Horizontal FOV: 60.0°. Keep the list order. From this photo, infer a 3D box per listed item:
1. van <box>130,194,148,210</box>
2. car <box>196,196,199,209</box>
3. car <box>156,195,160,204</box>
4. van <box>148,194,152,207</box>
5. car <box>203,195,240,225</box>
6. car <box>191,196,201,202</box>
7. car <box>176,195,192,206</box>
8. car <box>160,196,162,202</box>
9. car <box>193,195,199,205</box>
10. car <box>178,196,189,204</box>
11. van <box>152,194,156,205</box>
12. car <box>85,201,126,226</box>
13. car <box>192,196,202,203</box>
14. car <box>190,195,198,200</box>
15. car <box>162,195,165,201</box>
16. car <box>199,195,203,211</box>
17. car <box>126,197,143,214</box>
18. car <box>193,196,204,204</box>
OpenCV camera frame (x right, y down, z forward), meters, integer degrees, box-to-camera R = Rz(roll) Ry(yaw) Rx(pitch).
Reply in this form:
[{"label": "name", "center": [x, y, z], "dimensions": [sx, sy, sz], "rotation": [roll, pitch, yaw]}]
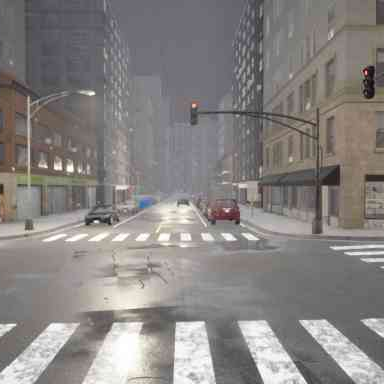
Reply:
[{"label": "van", "center": [-6.754, 1.346, 40.571], "dimensions": [1.690, 1.788, 3.998], "rotation": [-1, 0, -2]}, {"label": "car", "center": [1.769, 1.530, 40.973], "dimensions": [1.752, 1.417, 4.829], "rotation": [-1, 0, -2]}, {"label": "car", "center": [-7.211, 1.315, 57.323], "dimensions": [2.192, 1.841, 5.009], "rotation": [-1, 0, -2]}, {"label": "van", "center": [-6.907, 1.345, 46.156], "dimensions": [1.690, 1.788, 3.998], "rotation": [-1, 0, -2]}, {"label": "car", "center": [2.224, 1.319, 24.052], "dimensions": [2.192, 1.841, 5.009], "rotation": [-1, 0, -2]}, {"label": "car", "center": [0.871, 1.542, 74.307], "dimensions": [2.008, 1.369, 4.403], "rotation": [-1, 0, -2]}, {"label": "car", "center": [-1.422, 1.506, 53.398], "dimensions": [1.837, 1.490, 4.892], "rotation": [0, 0, -2]}, {"label": "car", "center": [-7.361, 1.437, 62.907], "dimensions": [1.967, 1.590, 4.097], "rotation": [-1, 0, -2]}, {"label": "car", "center": [1.621, 1.318, 46.387], "dimensions": [2.192, 1.841, 5.009], "rotation": [-1, 0, -2]}, {"label": "car", "center": [-1.706, 1.544, 63.816], "dimensions": [2.033, 1.411, 5.357], "rotation": [0, 0, -2]}, {"label": "van", "center": [-7.058, 1.343, 51.739], "dimensions": [1.690, 1.788, 3.998], "rotation": [-1, 0, -2]}, {"label": "car", "center": [-6.296, 1.570, 23.820], "dimensions": [1.947, 1.339, 4.313], "rotation": [-1, 0, -2]}, {"label": "car", "center": [1.021, 1.560, 68.723], "dimensions": [1.947, 1.339, 4.313], "rotation": [-1, 0, -2]}, {"label": "car", "center": [0.419, 1.529, 91.058], "dimensions": [2.008, 1.369, 4.403], "rotation": [-1, 0, -2]}, {"label": "car", "center": [-7.665, 1.432, 74.074], "dimensions": [1.967, 1.590, 4.097], "rotation": [-1, 0, -2]}, {"label": "car", "center": [2.073, 1.320, 29.636], "dimensions": [2.192, 1.841, 5.009], "rotation": [-1, 0, -2]}, {"label": "car", "center": [-6.596, 1.531, 34.818], "dimensions": [1.752, 1.417, 4.829], "rotation": [-1, 0, -2]}, {"label": "car", "center": [1.172, 1.563, 63.139], "dimensions": [1.947, 1.339, 4.313], "rotation": [-1, 0, -2]}]
